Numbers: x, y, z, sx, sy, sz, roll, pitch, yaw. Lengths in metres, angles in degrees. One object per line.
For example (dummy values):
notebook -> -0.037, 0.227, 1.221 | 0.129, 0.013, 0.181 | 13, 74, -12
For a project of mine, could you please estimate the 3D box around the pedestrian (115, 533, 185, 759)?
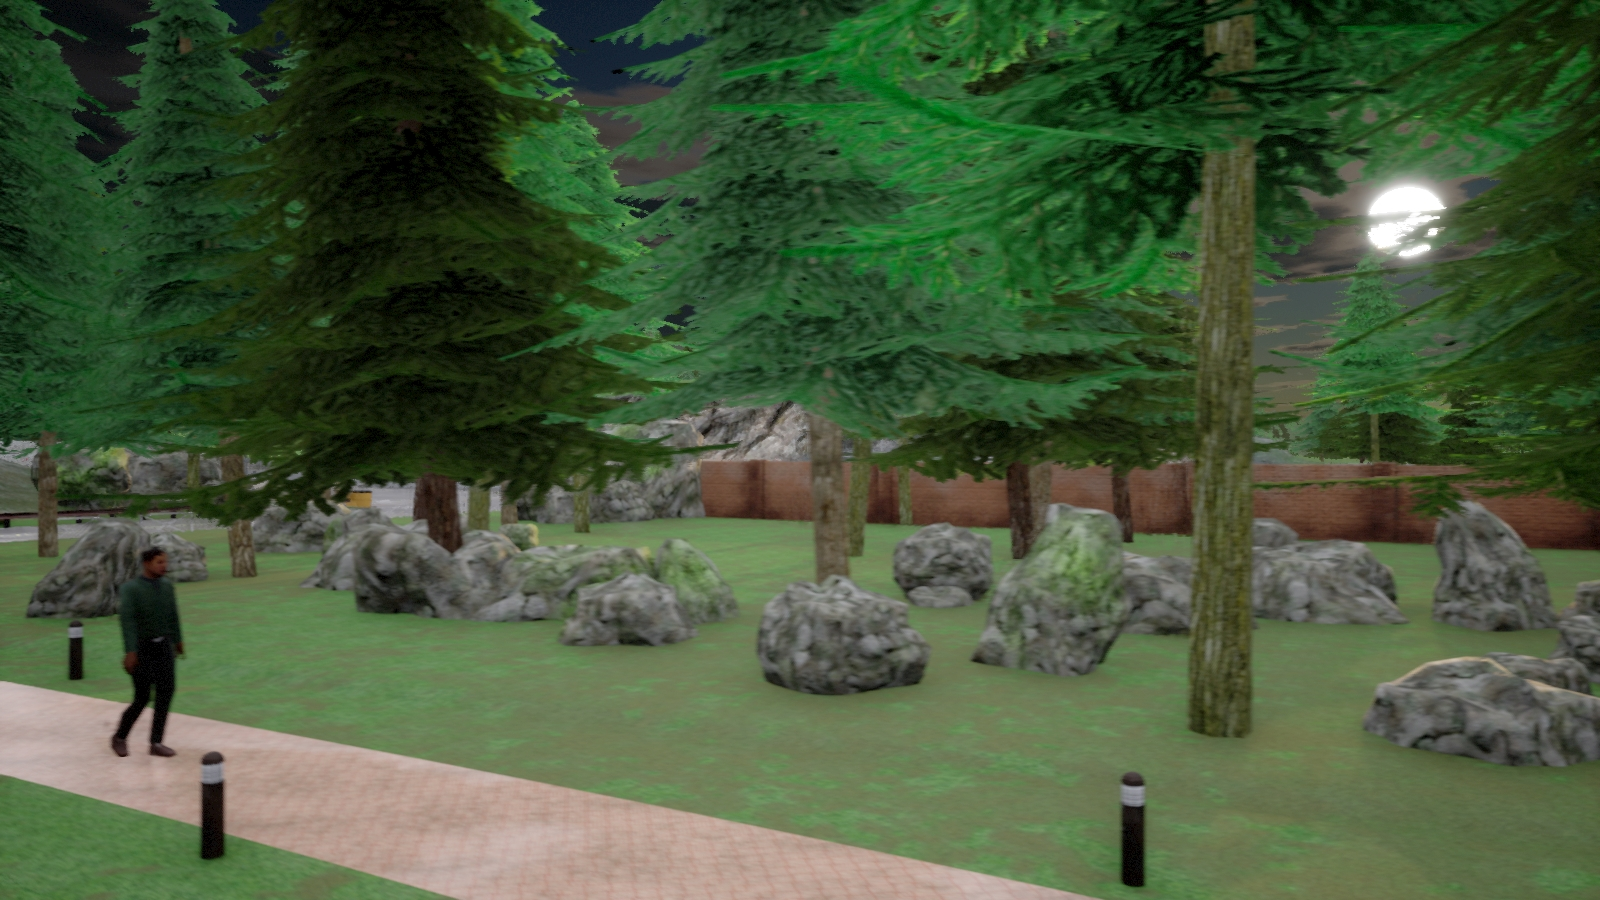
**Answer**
pedestrian -> -5.591, 1.666, 9.831 | 0.375, 1.860, 0.375 | 0, 0, 23
